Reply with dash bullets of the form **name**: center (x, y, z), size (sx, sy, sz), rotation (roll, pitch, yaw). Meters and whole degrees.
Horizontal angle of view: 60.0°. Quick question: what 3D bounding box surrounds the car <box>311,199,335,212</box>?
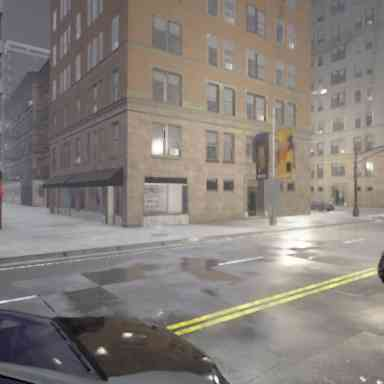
- **car**: center (14.127, 1.546, 38.268), size (1.994, 1.385, 4.181), rotation (0, 0, -36)

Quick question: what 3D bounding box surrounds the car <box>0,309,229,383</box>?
- **car**: center (-1.663, 1.564, 2.215), size (4.181, 1.385, 1.994), rotation (0, 0, -36)

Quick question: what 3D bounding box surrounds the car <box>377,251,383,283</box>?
- **car**: center (6.437, 1.565, 8.280), size (4.181, 1.385, 1.994), rotation (0, 0, -37)
